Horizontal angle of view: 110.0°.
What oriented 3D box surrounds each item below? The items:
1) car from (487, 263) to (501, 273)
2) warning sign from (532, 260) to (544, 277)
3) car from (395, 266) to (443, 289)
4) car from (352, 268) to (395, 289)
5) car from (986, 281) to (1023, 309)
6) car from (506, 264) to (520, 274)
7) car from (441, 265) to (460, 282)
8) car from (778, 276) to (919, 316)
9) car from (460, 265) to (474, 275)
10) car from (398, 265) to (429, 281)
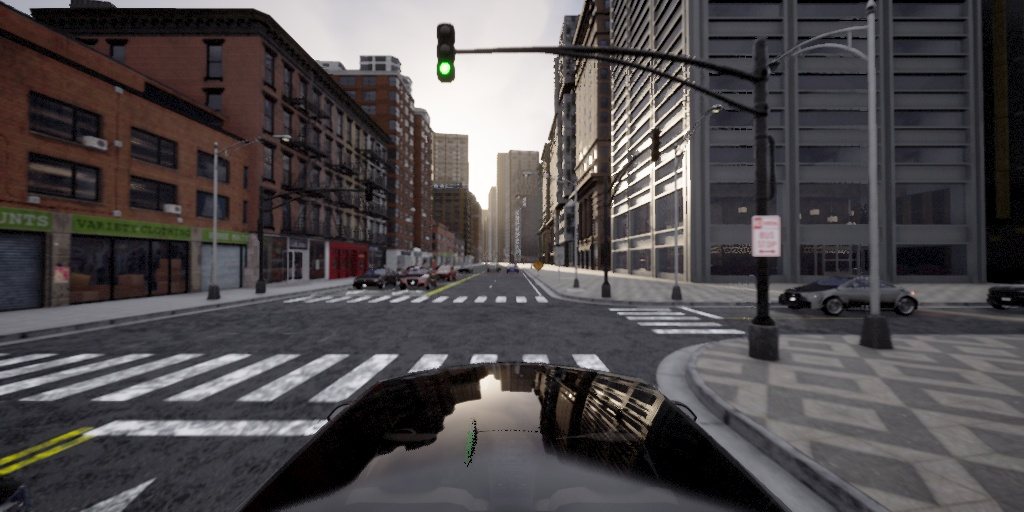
[{"bbox_3d":[-3.112,1.946,59.124,2.128,1.511,4.902,0,-1,0],"label":"car"},{"bbox_3d":[2.874,1.329,39.016,1.300,1.860,1.060,0,0,0],"label":"warning sign"},{"bbox_3d":[-6.584,1.618,25.773,1.994,1.385,4.181,0,-1,0],"label":"car"},{"bbox_3d":[-9.835,1.612,26.591,2.033,1.411,5.357,0,-1,0],"label":"car"},{"bbox_3d":[21.621,1.404,13.862,5.008,1.535,1.882,0,-1,0],"label":"car"},{"bbox_3d":[0.077,1.932,55.101,1.812,1.442,4.674,0,-1,0],"label":"car"},{"bbox_3d":[-6.579,1.640,34.758,1.882,1.535,5.008,0,-1,0],"label":"car"},{"bbox_3d":[12.869,1.486,13.904,4.181,1.385,1.994,0,-1,0],"label":"car"},{"bbox_3d":[-6.546,1.958,51.032,1.895,1.301,4.718,0,-1,0],"label":"car"},{"bbox_3d":[-9.830,1.706,36.243,1.812,1.442,4.674,0,0,0],"label":"car"}]
